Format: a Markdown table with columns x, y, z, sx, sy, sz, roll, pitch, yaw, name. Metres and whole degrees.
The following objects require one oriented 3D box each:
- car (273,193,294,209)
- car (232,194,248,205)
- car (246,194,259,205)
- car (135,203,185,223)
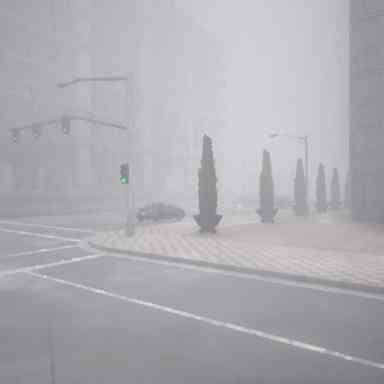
| x | y | z | sx | sy | sz | roll | pitch | yaw | name |
| --- | --- | --- | --- | --- | --- | --- | --- | --- | --- |
| 12.842 | 1.285 | 46.548 | 2.097 | 1.767 | 4.553 | 0 | 0 | 36 | car |
| 8.896 | 1.562 | 59.011 | 1.837 | 1.490 | 4.892 | 0 | 0 | 36 | car |
| 11.733 | 1.526 | 56.960 | 2.128 | 1.511 | 4.902 | 0 | 0 | 36 | car |
| -2.347 | 1.495 | 25.544 | 1.994 | 1.385 | 4.181 | 0 | 0 | 36 | car |
